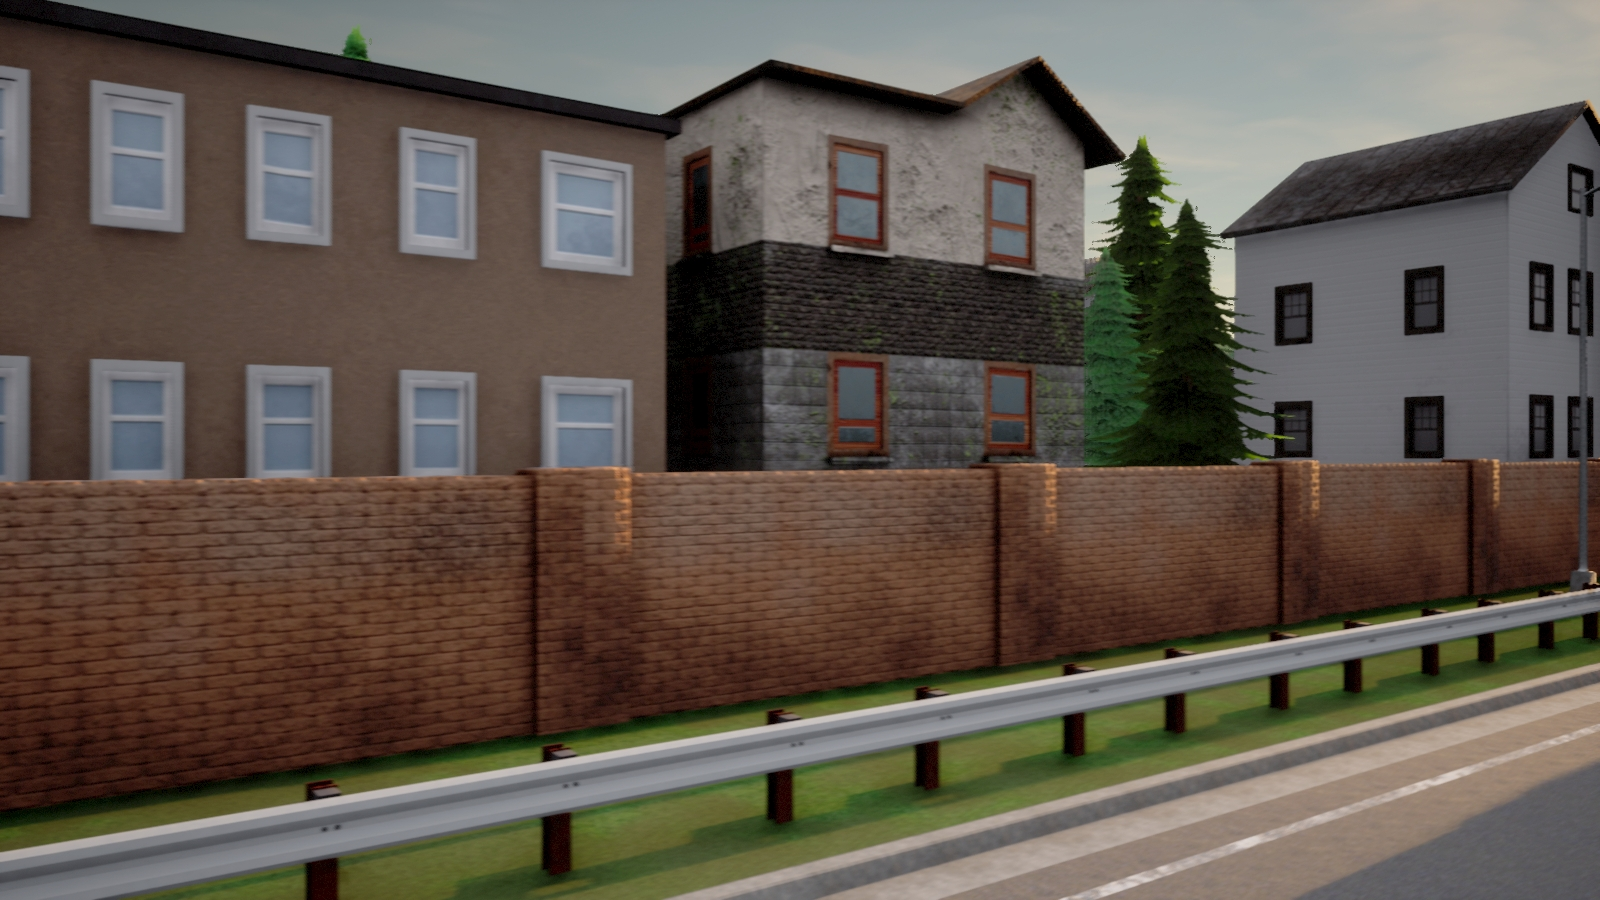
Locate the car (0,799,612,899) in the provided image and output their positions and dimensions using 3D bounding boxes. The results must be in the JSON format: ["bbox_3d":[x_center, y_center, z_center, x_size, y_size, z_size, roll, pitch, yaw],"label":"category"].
[{"bbox_3d":[-2.465,2.040,2.068,4.514,1.525,2.007,0,0,-35],"label":"car"}]
